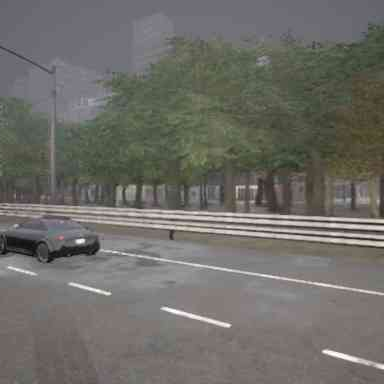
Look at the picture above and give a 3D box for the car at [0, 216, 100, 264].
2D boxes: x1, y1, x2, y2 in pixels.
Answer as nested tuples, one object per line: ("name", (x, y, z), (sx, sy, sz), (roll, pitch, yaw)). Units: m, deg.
("car", (-5.237, 1.563, 11.910), (4.181, 1.385, 1.994), (0, 0, 36))
